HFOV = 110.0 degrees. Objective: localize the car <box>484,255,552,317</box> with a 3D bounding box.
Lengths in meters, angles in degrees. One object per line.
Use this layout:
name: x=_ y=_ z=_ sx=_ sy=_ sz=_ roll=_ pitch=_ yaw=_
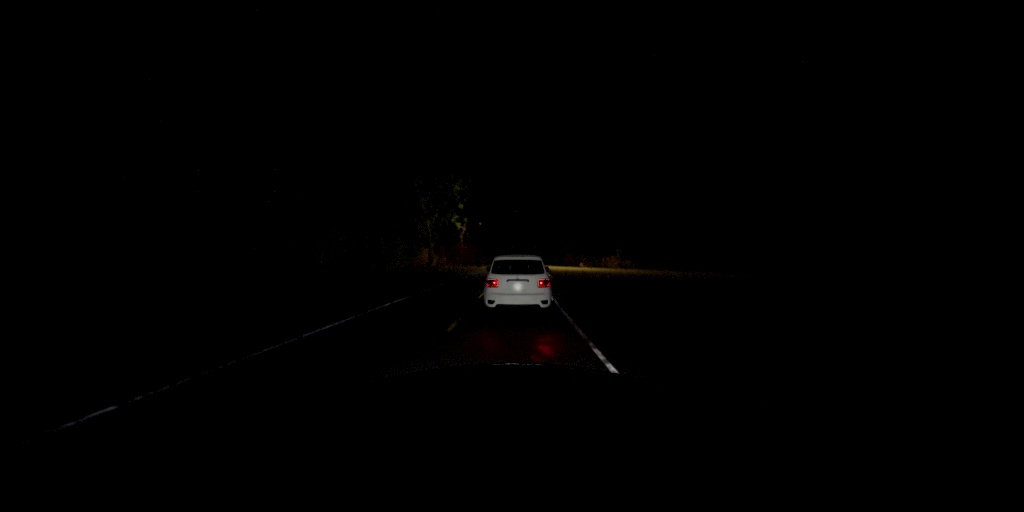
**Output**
car: x=0.215 y=0.974 z=13.283 sx=2.150 sy=2.045 sz=5.566 roll=0 pitch=0 yaw=1
